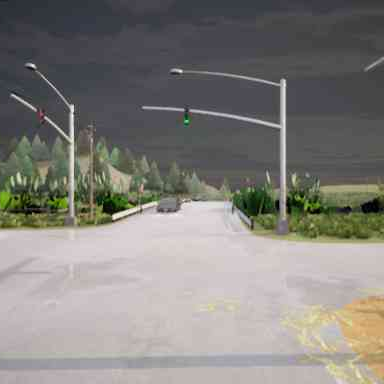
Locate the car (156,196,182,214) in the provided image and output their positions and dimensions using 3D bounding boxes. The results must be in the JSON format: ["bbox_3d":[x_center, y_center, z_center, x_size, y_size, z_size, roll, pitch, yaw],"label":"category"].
[{"bbox_3d":[-2.088,1.197,31.294,1.837,1.490,4.892,0,4,5],"label":"car"}]

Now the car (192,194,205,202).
[{"bbox_3d":[1.193,1.005,57.222,2.128,1.511,4.902,0,-2,7],"label":"car"}]
